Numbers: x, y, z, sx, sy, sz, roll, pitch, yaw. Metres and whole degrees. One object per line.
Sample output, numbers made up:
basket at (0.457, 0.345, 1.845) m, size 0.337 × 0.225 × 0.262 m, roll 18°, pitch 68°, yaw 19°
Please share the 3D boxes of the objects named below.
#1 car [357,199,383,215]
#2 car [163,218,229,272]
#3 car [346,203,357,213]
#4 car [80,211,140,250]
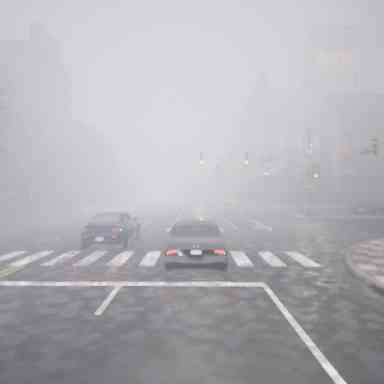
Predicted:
car at (19.460, 1.584, 33.018) m, size 4.674 × 1.442 × 1.812 m, roll 0°, pitch 0°, yaw 1°
car at (0.107, 1.567, 10.849) m, size 2.033 × 1.411 × 5.357 m, roll 0°, pitch 0°, yaw 0°
car at (19.476, 1.569, 36.510) m, size 4.892 × 1.490 × 1.837 m, roll 0°, pitch 0°, yaw 0°
car at (-3.425, 1.551, 14.474) m, size 1.812 × 1.442 × 4.674 m, roll 0°, pitch 0°, yaw -1°
